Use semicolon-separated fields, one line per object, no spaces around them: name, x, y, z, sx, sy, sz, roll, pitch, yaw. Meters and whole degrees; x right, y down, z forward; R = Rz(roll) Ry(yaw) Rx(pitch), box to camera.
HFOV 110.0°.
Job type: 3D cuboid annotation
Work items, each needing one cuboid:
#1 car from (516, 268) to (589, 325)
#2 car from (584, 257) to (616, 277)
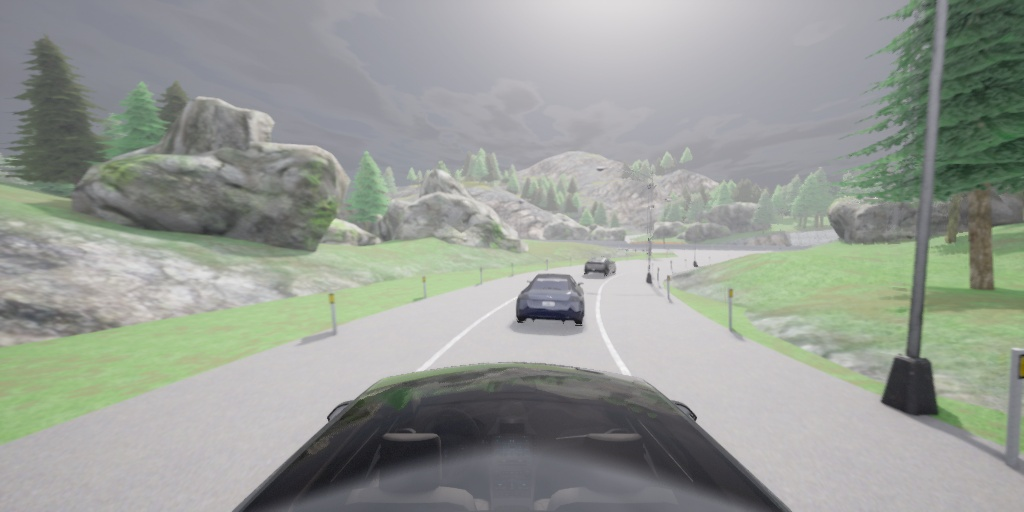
car;1.372;1.259;11.761;1.994;1.385;4.181;1;1;11
car;7.380;0.799;29.774;2.128;1.511;4.902;2;3;27
